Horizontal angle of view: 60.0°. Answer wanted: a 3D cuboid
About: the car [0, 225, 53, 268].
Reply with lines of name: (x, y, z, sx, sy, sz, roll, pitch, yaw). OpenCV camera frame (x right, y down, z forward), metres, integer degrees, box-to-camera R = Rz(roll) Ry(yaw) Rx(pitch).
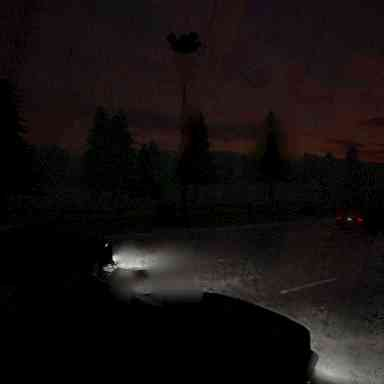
car: (-4.812, 1.491, 4.613, 4.902, 1.511, 2.128, 0, 0, -35)

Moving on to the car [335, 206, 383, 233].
car: (10.858, 1.577, 20.087, 5.357, 1.411, 2.033, 0, 0, -35)

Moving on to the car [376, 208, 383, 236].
car: (10.960, 1.590, 15.860, 4.181, 1.385, 1.994, 0, 0, -35)

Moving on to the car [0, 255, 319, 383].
car: (-1.204, 1.549, 2.887, 5.357, 1.411, 2.033, 0, 0, -35)

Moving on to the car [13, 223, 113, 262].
car: (-4.362, 1.567, 9.233, 4.181, 1.385, 1.994, 0, 0, -35)
